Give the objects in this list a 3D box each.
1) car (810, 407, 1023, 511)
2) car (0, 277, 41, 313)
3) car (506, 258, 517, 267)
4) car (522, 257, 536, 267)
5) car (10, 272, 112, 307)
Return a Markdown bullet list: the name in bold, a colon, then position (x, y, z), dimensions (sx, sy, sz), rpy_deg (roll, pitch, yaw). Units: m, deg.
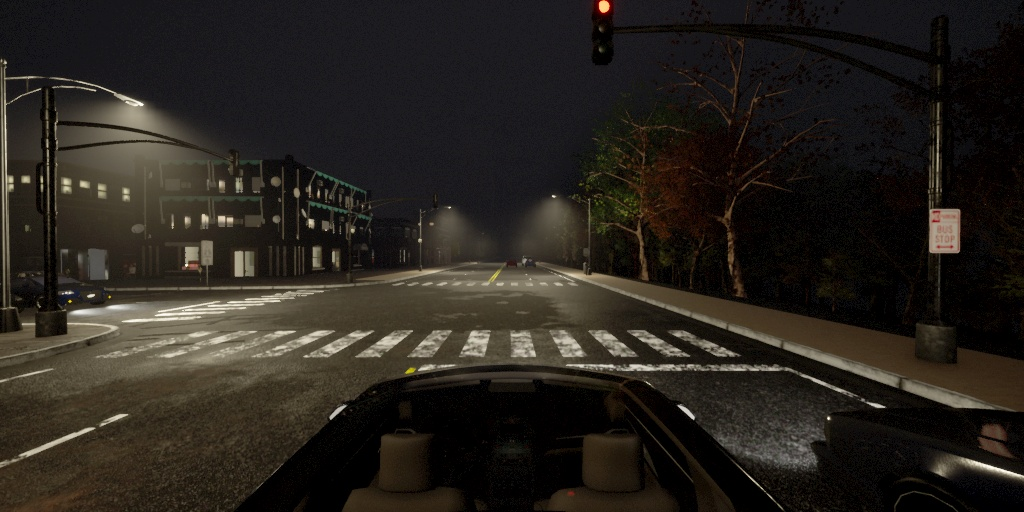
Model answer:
- **car**: position (3.354, 1.298, 0.401), dimensions (2.033, 1.411, 5.357), rpy_deg (0, 0, 0)
- **car**: position (-19.969, 1.565, 12.514), dimensions (4.313, 1.339, 1.948), rpy_deg (0, 0, 0)
- **car**: position (-0.027, 1.204, 63.151), dimensions (1.882, 1.535, 5.008), rpy_deg (0, 0, 0)
- **car**: position (3.226, 1.274, 63.182), dimensions (2.033, 1.411, 5.357), rpy_deg (0, 0, 0)
- **car**: position (-19.861, 1.534, 15.220), dimensions (4.181, 1.385, 1.994), rpy_deg (-1, 1, 0)
